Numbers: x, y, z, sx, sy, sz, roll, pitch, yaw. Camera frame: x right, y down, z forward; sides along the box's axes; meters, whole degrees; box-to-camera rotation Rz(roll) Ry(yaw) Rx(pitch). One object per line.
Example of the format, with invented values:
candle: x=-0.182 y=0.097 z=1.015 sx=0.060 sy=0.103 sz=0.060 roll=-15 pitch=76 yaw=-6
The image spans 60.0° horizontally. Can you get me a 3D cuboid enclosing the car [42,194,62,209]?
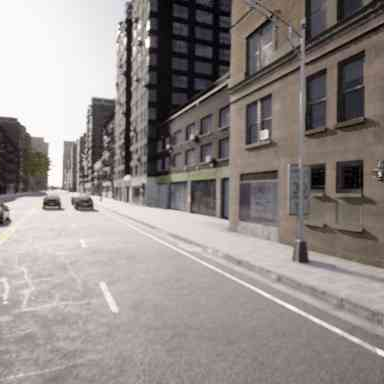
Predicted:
car: x=-15.859 y=1.072 z=37.741 sx=1.882 sy=1.535 sz=5.008 roll=1 pitch=0 yaw=-22

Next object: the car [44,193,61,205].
car: x=-19.695 y=0.980 z=47.120 sx=2.128 sy=1.511 sz=4.902 roll=1 pitch=0 yaw=-22

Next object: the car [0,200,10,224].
car: x=-12.953 y=1.235 z=21.469 sx=1.812 sy=1.442 sz=4.674 roll=1 pitch=0 yaw=-22

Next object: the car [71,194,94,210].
car: x=-12.073 y=1.140 z=37.111 sx=1.882 sy=1.535 sz=5.008 roll=1 pitch=0 yaw=-22

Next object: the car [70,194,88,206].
car: x=-15.967 y=1.047 z=46.694 sx=2.128 sy=1.511 sz=4.902 roll=1 pitch=0 yaw=-22
